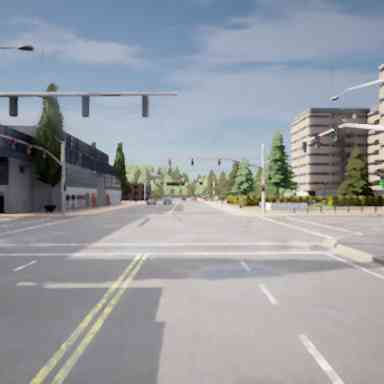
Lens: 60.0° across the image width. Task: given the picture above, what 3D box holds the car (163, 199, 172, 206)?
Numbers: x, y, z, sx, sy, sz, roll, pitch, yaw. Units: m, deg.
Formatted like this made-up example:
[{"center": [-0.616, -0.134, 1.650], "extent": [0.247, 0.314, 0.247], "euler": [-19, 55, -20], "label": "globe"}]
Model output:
[{"center": [-5.238, 2.189, 71.649], "extent": [2.128, 1.511, 4.902], "euler": [0, -1, -1], "label": "car"}]

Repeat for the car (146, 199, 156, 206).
[{"center": [-8.737, 2.188, 71.565], "extent": [1.812, 1.442, 4.674], "euler": [0, -1, -1], "label": "car"}]
